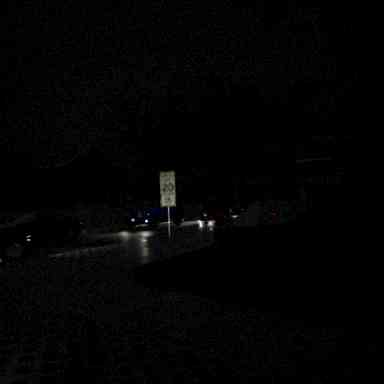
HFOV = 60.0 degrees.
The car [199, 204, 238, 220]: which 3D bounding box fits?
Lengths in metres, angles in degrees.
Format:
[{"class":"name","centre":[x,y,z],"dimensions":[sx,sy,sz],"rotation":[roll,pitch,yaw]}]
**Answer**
[{"class":"car","centre":[2.407,1.938,33.459],"dimensions":[2.128,1.511,4.902],"rotation":[-3,-2,29]}]

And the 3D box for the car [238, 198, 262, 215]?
[{"class":"car","centre":[7.529,1.817,42.794],"dimensions":[2.150,2.045,5.566],"rotation":[-3,-2,31]}]

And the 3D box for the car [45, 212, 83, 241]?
[{"class":"car","centre":[-7.363,1.708,15.705],"dimensions":[1.812,1.442,4.674],"rotation":[-3,-2,31]}]

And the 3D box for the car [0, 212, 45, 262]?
[{"class":"car","centre":[-7.134,1.461,9.414],"dimensions":[1.882,1.535,5.008],"rotation":[-1,-1,35]}]

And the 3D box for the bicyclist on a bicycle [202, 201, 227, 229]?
[{"class":"bicyclist on a bicycle","centre":[1.265,1.316,19.191],"dimensions":[1.656,1.620,0.582],"rotation":[-3,-2,29]}]

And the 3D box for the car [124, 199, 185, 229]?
[{"class":"car","centre":[-2.598,1.530,24.338],"dimensions":[2.150,2.045,5.566],"rotation":[-3,-2,28]}]

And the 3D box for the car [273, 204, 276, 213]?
[{"class":"car","centre":[12.734,2.027,46.245],"dimensions":[1.882,1.535,5.008],"rotation":[-3,-2,29]}]
